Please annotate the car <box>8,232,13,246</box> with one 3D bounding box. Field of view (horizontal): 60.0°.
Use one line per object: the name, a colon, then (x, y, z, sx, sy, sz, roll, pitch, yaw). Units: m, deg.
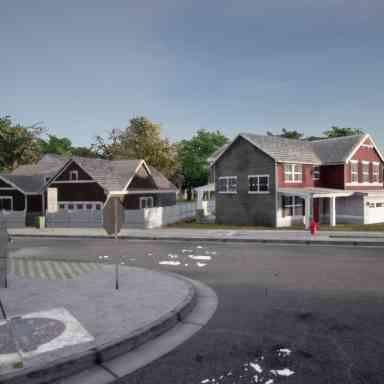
car: (-11.365, 2.204, 16.810, 4.892, 1.490, 1.837, -2, 0, 20)
